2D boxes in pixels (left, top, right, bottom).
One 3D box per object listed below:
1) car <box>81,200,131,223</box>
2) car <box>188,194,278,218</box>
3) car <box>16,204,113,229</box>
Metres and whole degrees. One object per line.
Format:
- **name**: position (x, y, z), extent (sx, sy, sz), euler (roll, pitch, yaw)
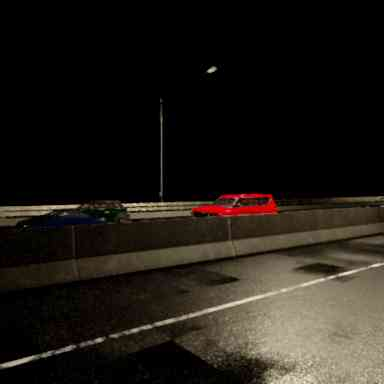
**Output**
- **car**: position (-6.274, 1.315, 21.012), extent (4.553, 1.767, 2.097), euler (0, 0, -35)
- **car**: position (2.427, 1.155, 18.619), extent (5.566, 2.045, 2.150), euler (0, 0, -35)
- **car**: position (-6.460, 1.541, 16.581), extent (4.181, 1.385, 1.994), euler (0, 0, -35)
